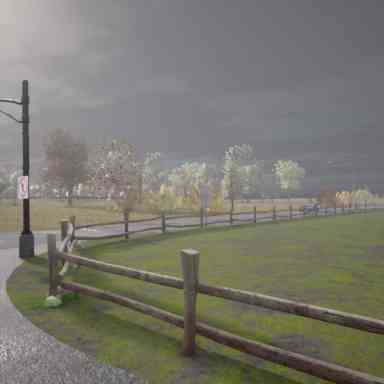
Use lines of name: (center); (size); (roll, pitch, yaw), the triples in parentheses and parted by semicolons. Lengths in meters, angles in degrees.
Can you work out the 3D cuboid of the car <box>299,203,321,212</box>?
car: (18.823, 2.449, 53.022); (2.033, 1.411, 5.357); (-1, -2, 40)
